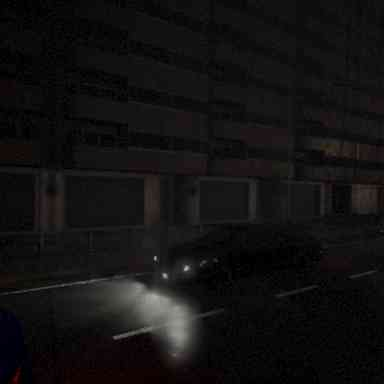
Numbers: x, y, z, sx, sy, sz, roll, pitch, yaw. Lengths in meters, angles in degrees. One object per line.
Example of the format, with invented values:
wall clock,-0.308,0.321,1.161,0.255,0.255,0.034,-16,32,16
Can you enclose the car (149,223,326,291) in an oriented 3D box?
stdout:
car,1.538,1.614,9.373,5.357,1.411,2.033,1,0,-35

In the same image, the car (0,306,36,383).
car,-3.467,1.456,1.499,5.008,1.535,1.882,1,0,-35
